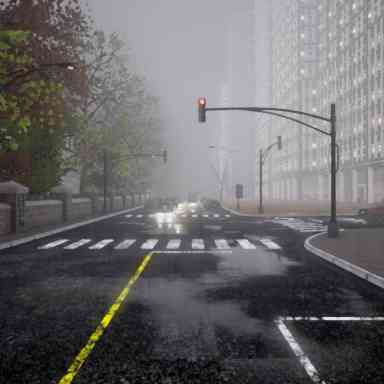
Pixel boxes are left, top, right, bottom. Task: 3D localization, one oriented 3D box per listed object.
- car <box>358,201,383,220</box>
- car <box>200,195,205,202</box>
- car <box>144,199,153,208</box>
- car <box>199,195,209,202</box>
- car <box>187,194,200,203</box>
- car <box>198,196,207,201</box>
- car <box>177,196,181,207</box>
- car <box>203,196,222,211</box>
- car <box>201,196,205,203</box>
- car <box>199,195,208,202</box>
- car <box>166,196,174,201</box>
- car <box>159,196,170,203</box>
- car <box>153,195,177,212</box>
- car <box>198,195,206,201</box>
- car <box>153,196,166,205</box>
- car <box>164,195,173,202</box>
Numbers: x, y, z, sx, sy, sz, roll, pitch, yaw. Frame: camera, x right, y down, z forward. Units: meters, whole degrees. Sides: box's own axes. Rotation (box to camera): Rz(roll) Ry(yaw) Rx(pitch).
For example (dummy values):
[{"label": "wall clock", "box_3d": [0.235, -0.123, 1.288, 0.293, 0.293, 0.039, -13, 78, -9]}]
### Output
[{"label": "car", "box_3d": [14.609, 1.303, 24.607, 4.181, 1.385, 1.994, -1, 0, 0]}, {"label": "car", "box_3d": [2.698, 1.596, 52.664, 1.947, 1.339, 4.313, 0, 0, 0]}, {"label": "car", "box_3d": [-5.683, 1.606, 47.032, 1.802, 1.307, 4.206, 0, 0, 0]}, {"label": "car", "box_3d": [2.702, 1.500, 75.194, 1.967, 1.590, 4.097, 0, 0, 0]}, {"label": "car", "box_3d": [0.008, 1.597, 68.268, 2.033, 1.411, 5.357, 0, 0, 0]}, {"label": "car", "box_3d": [2.702, 1.629, 86.457, 2.008, 1.369, 4.403, 0, 0, 0]}, {"label": "car", "box_3d": [-3.085, 1.505, 49.953, 1.882, 1.535, 5.008, 0, 0, 0]}, {"label": "car", "box_3d": [2.697, 1.586, 41.399, 1.947, 1.339, 4.313, 0, 0, 0]}, {"label": "car", "box_3d": [2.697, 1.590, 47.031, 1.947, 1.339, 4.313, 0, 0, 0]}, {"label": "car", "box_3d": [2.703, 1.509, 80.825, 1.967, 1.590, 4.097, 0, 0, 0]}, {"label": "car", "box_3d": [-5.678, 1.623, 86.458, 1.887, 1.381, 4.507, 0, 0, 0]}, {"label": "car", "box_3d": [-5.679, 1.576, 69.393, 1.752, 1.417, 4.829, 0, 0, 0]}, {"label": "car", "box_3d": [-3.145, 1.510, 39.556, 2.128, 1.511, 4.902, 0, 0, -3]}, {"label": "car", "box_3d": [2.703, 1.639, 92.090, 2.008, 1.369, 4.403, 0, 0, 0]}, {"label": "car", "box_3d": [-5.681, 1.476, 58.298, 1.967, 1.590, 4.097, 0, 0, 0]}, {"label": "car", "box_3d": [-5.678, 1.509, 80.826, 1.967, 1.590, 4.097, 0, 0, 0]}]
